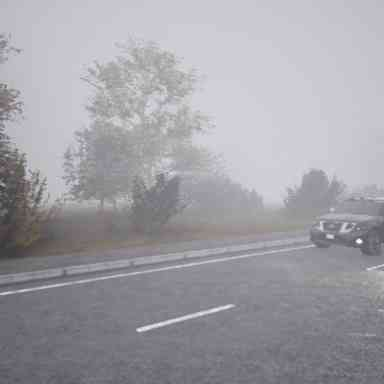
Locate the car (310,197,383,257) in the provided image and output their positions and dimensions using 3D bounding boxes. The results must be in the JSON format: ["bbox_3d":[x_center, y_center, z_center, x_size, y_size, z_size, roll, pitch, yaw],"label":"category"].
[{"bbox_3d":[7.136,1.224,13.376,5.566,2.045,2.150,0,0,-35],"label":"car"}]
